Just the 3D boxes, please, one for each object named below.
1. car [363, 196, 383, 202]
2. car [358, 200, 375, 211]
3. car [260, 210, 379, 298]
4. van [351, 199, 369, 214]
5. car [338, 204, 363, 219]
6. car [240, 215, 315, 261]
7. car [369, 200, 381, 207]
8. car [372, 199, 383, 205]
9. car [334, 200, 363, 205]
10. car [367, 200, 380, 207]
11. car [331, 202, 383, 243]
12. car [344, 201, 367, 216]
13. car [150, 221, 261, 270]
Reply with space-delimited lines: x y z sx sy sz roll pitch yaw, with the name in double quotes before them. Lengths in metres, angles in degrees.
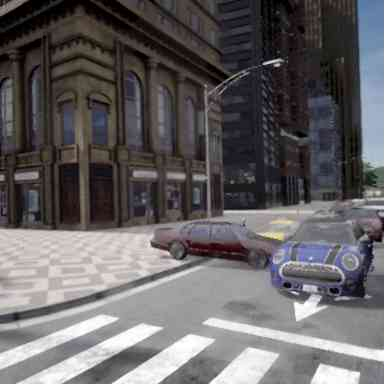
"car" 17.181 1.611 30.813 2.150 2.045 5.566 -2 0 33
"car" 27.418 2.076 52.271 1.967 1.590 4.097 -3 -2 32
"car" 3.806 1.575 9.332 2.097 1.767 4.553 -2 -1 32
"van" 22.143 1.911 43.835 1.690 1.788 3.998 -3 -2 32
"car" 16.972 2.049 35.541 1.887 1.381 4.507 -3 -2 32
"car" 3.938 1.860 14.677 1.752 1.417 4.829 -3 -2 32
"car" 38.819 2.350 70.512 1.802 1.307 4.206 -3 -2 32
"car" 44.516 2.376 79.635 2.008 1.369 4.403 -3 -2 32
"car" 14.376 1.787 31.404 2.192 1.841 5.009 -3 -2 32
"car" 35.969 2.281 65.953 1.887 1.381 4.507 -3 -2 32
"car" 9.196 1.648 18.059 2.097 1.767 4.553 -2 -1 32
"car" 19.557 1.978 39.688 1.967 1.590 4.097 -3 -2 32
"car" 1.076 1.809 12.345 5.357 1.411 2.033 2 0 27
